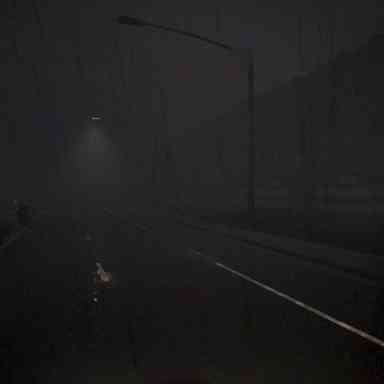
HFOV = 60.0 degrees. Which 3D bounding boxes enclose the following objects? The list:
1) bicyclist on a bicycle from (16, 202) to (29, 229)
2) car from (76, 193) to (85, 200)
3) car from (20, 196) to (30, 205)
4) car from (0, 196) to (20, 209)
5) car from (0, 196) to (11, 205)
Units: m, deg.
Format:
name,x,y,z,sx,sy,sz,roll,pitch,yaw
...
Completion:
name,x,y,z,sx,sy,sz,roll,pitch,yaw
bicyclist on a bicycle,-10.272,1.455,20.176,1.656,1.620,0.582,-3,-2,39
car,-27.525,1.219,82.558,1.812,1.442,4.674,0,1,-20
car,-30.245,1.471,59.407,2.128,1.511,4.902,0,0,-20
car,-24.971,1.505,44.806,1.837,1.490,4.892,0,0,-20
car,-34.382,1.484,60.588,1.812,1.442,4.674,0,0,-20
